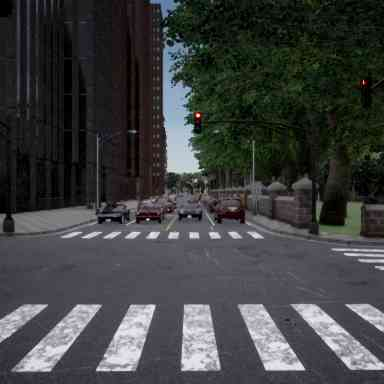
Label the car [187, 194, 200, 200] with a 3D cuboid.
[{"bbox_3d":[0.115,1.542,60.254,2.128,1.511,4.902,0,0,0],"label":"car"}]

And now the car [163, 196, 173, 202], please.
[{"bbox_3d":[-5.742,1.620,79.600,1.887,1.381,4.507,0,0,0],"label":"car"}]

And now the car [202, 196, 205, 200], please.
[{"bbox_3d":[2.775,1.585,46.862,2.008,1.369,4.403,0,0,0],"label":"car"}]

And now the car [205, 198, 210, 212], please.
[{"bbox_3d":[2.772,1.588,35.949,1.947,1.339,4.313,0,0,0],"label":"car"}]

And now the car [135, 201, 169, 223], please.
[{"bbox_3d":[-3.093,1.612,25.475,1.895,1.301,4.718,0,0,0],"label":"car"}]

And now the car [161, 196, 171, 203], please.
[{"bbox_3d":[-5.743,1.612,74.142,1.887,1.381,4.507,0,0,0],"label":"car"}]

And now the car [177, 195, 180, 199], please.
[{"bbox_3d":[-3.078,1.538,45.701,1.837,1.490,4.892,0,0,0],"label":"car"}]

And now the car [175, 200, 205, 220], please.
[{"bbox_3d":[-0.063,1.615,28.185,1.895,1.301,4.718,0,0,3],"label":"car"}]

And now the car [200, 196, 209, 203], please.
[{"bbox_3d":[2.782,1.593,74.314,1.752,1.417,4.829,0,0,0],"label":"car"}]

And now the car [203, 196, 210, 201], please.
[{"bbox_3d":[2.773,1.579,41.405,2.008,1.369,4.403,0,0,0],"label":"car"}]

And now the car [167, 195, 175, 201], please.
[{"bbox_3d":[-5.739,1.533,90.514,1.967,1.590,4.097,0,0,0],"label":"car"}]

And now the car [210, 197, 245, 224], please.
[{"bbox_3d":[2.769,1.326,25.036,2.192,1.841,5.009,0,0,0],"label":"car"}]

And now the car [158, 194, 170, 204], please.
[{"bbox_3d":[-5.745,1.375,68.686,2.192,1.841,5.009,0,0,0],"label":"car"}]

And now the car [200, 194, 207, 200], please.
[{"bbox_3d":[2.776,1.481,52.319,1.967,1.590,4.097,0,0,0],"label":"car"}]

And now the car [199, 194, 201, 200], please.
[{"bbox_3d":[2.778,1.487,57.775,1.967,1.590,4.097,0,0,0],"label":"car"}]

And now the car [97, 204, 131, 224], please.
[{"bbox_3d":[-5.756,1.576,25.029,1.947,1.339,4.313,0,0,0],"label":"car"}]

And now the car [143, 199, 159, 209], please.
[{"bbox_3d":[-5.750,1.616,46.857,1.802,1.307,4.206,0,0,0],"label":"car"}]

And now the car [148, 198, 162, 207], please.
[{"bbox_3d":[-5.749,1.623,52.314,1.802,1.307,4.206,0,0,0],"label":"car"}]

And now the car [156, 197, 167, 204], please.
[{"bbox_3d":[-5.746,1.635,63.229,1.802,1.307,4.206,0,0,0],"label":"car"}]

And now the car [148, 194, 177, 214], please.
[{"bbox_3d":[-3.089,1.374,35.468,2.097,1.767,4.553,0,0,1],"label":"car"}]

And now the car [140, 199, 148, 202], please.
[{"bbox_3d":[-5.752,1.579,41.400,2.008,1.369,4.403,0,0,0],"label":"car"}]
